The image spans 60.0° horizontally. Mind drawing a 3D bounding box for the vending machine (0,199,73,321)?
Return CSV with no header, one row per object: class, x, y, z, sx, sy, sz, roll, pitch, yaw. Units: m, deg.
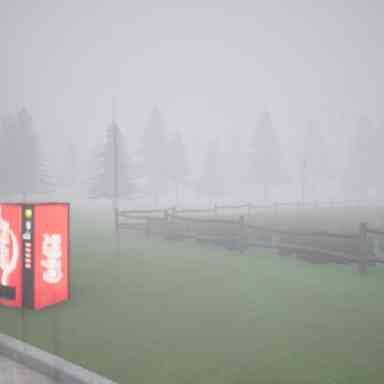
vending machine,-3.070,1.192,6.483,0.880,2.100,1.100,0,0,32
